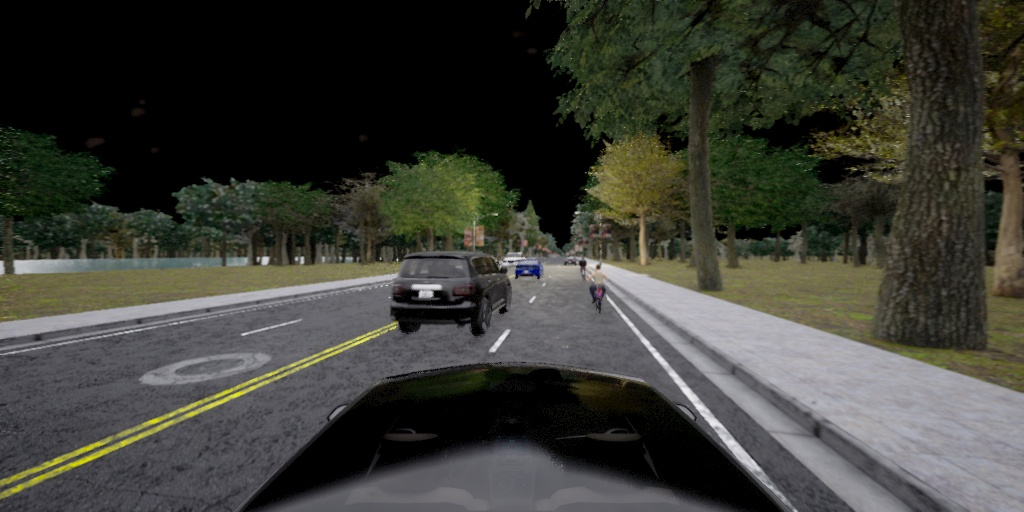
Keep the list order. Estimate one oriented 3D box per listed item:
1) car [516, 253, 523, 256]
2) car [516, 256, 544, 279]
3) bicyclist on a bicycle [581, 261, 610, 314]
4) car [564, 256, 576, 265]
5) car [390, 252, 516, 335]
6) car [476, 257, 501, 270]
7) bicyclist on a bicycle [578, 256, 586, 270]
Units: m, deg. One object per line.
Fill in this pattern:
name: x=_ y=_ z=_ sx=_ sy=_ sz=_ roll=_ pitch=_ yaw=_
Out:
car: x=0.278 y=0.601 z=43.194 sx=2.150 sy=2.045 sz=5.566 roll=0 pitch=1 yaw=9
car: x=1.448 y=0.981 z=28.697 sx=1.882 sy=1.535 sz=5.008 roll=0 pitch=1 yaw=9
bicyclist on a bicycle: x=2.935 y=1.081 z=12.242 sx=0.866 sy=1.612 sz=1.509 roll=0 pitch=0 yaw=9
car: x=9.314 y=0.751 z=57.371 sx=1.812 sy=1.442 sz=4.674 roll=0 pitch=0 yaw=9
car: x=-1.455 y=0.901 z=10.500 sx=2.150 sy=2.045 sz=5.566 roll=0 pitch=1 yaw=9
car: x=-2.816 y=0.875 z=44.402 sx=2.128 sy=1.511 sz=4.902 roll=0 pitch=1 yaw=9
bicyclist on a bicycle: x=4.992 y=0.890 z=25.255 sx=0.659 sy=1.776 sz=1.843 roll=0 pitch=1 yaw=9
